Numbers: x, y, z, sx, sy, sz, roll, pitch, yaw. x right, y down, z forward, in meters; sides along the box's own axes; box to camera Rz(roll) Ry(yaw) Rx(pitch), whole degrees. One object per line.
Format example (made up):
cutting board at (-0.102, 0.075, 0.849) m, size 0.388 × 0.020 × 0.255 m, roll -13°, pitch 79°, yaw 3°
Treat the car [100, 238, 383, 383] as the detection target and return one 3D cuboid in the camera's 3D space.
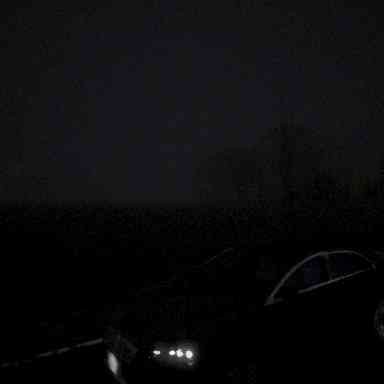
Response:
car at (1.190, 1.491, 4.842) m, size 4.902 × 1.511 × 2.128 m, roll 0°, pitch 0°, yaw -36°
